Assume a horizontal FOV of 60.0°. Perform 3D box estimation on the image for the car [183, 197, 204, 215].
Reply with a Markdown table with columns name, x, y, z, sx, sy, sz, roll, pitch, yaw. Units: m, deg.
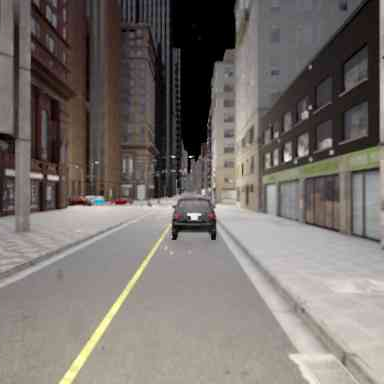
| name | x | y | z | sx | sy | sz | roll | pitch | yaw |
| --- | --- | --- | --- | --- | --- | --- | --- | --- | --- |
| car | 0.117 | 1.458 | 35.875 | 2.097 | 1.767 | 4.553 | 0 | 0 | 0 |

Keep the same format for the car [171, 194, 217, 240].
| name | x | y | z | sx | sy | sz | roll | pitch | yaw |
| --- | --- | --- | --- | --- | --- | --- | --- | --- | --- |
| car | 0.108 | 1.269 | 17.541 | 2.150 | 2.045 | 5.566 | 0 | 0 | 0 |

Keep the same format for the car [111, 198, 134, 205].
| name | x | y | z | sx | sy | sz | roll | pitch | yaw |
| --- | --- | --- | --- | --- | --- | --- | --- | --- | --- |
| car | -13.961 | 1.924 | 66.400 | 4.507 | 1.381 | 1.887 | -1 | 0 | 0 |

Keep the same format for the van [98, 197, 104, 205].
| name | x | y | z | sx | sy | sz | roll | pitch | yaw |
| --- | --- | --- | --- | --- | --- | --- | --- | --- | --- |
| van | -19.587 | 1.788 | 66.421 | 3.998 | 1.788 | 1.690 | -1 | 0 | 0 |

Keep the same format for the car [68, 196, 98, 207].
| name | x | y | z | sx | sy | sz | roll | pitch | yaw |
| --- | --- | --- | --- | --- | --- | --- | --- | --- | --- |
| car | -19.611 | 1.695 | 57.895 | 5.009 | 1.841 | 2.192 | -1 | 0 | 0 |
